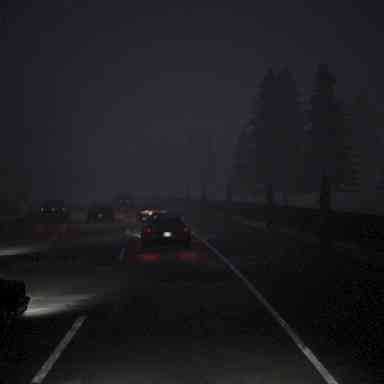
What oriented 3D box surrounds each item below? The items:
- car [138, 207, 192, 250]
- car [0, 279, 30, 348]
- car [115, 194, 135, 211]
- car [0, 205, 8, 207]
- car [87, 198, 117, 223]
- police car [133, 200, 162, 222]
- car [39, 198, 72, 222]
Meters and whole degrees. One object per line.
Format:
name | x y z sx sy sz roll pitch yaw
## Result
car | -1.207 1.569 14.537 1.994 1.385 4.181 0 0 -8
car | -3.569 1.556 3.150 2.033 1.411 5.357 0 0 -2
car | -8.380 1.240 40.780 2.150 2.045 5.566 0 -1 -22
car | -27.693 1.549 48.082 1.882 1.535 5.008 0 0 -29
car | -7.052 1.498 25.771 1.882 1.535 5.008 0 0 -15
police car | -2.968 1.511 24.241 2.038 1.542 4.974 0 0 -13
car | -11.124 1.382 27.383 2.097 1.767 4.553 0 0 -15
